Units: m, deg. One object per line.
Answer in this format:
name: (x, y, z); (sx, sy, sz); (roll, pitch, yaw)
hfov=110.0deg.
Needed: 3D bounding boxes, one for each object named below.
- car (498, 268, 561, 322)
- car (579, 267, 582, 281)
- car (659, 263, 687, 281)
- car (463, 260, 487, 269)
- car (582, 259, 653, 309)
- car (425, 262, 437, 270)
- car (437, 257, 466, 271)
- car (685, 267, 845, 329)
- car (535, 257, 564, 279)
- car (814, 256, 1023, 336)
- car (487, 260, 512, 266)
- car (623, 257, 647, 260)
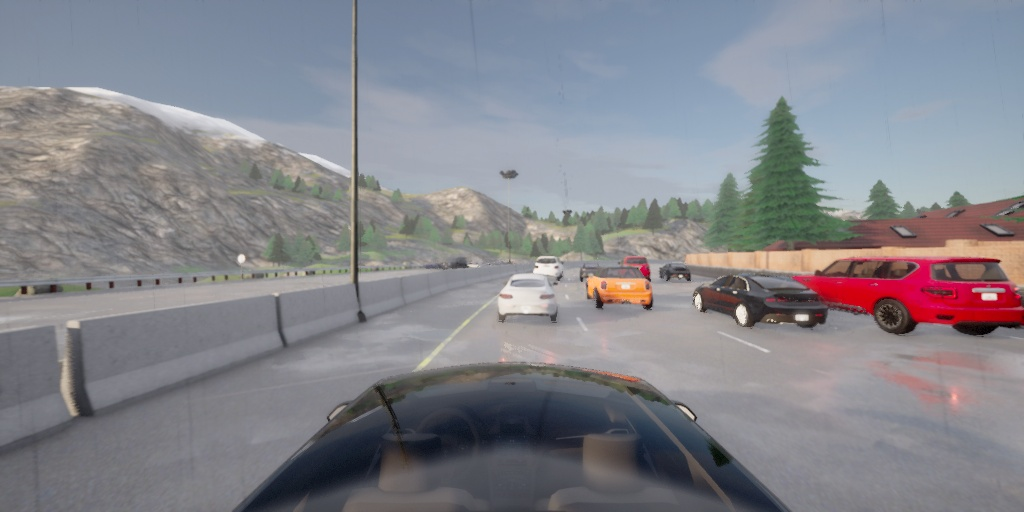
car: (0.608, 1.313, 12.390); (1.812, 1.442, 4.674); (0, 0, 5)
car: (6.952, 1.351, 31.524); (2.128, 1.511, 4.902); (0, 0, 12)
car: (13.971, 1.366, 30.920); (1.837, 1.490, 4.892); (0, 0, 12)
car: (-5.104, 1.533, 54.281); (1.895, 1.301, 4.718); (0, 0, 19)
car: (4.414, 1.155, 15.349); (2.097, 1.767, 4.553); (0, 0, 6)
car: (-11.788, 1.536, 56.386); (1.895, 1.301, 4.718); (0, 0, 19)
car: (-8.706, 1.152, 54.592); (2.150, 2.045, 5.566); (0, 0, 18)
car: (7.547, 1.296, 11.480); (1.837, 1.490, 4.892); (0, 0, 5)
car: (3.289, 1.077, 31.238); (2.150, 2.045, 5.566); (0, 0, 12)
car: (10.987, 1.013, 10.786); (2.150, 2.045, 5.566); (0, 0, 4)
car: (-1.427, 1.427, 54.149); (2.128, 1.511, 4.902); (0, 0, 19)
car: (10.237, 1.078, 30.288); (2.150, 2.045, 5.566); (0, 0, 12)
